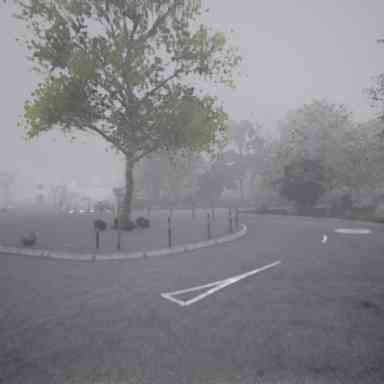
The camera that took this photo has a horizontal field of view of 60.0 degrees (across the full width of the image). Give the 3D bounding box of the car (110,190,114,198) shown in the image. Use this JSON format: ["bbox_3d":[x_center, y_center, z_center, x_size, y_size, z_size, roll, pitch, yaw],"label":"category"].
[{"bbox_3d":[-17.155,0.925,81.940,4.792,1.488,2.163,0,1,-16],"label":"car"}]

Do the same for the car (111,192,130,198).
[{"bbox_3d":[-19.373,0.749,89.965,4.792,1.488,2.163,0,1,-16],"label":"car"}]

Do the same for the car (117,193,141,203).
[{"bbox_3d":[-12.550,1.124,65.936,4.553,1.767,2.185,0,1,-16],"label":"car"}]

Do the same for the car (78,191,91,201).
[{"bbox_3d":[-22.563,1.109,70.574,1.882,1.535,5.008,0,1,-16],"label":"car"}]

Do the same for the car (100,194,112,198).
[{"bbox_3d":[-14.131,1.570,52.797,1.812,1.442,4.674,0,2,-16],"label":"car"}]

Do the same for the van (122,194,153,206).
[{"bbox_3d":[-8.147,1.387,49.879,4.442,1.987,1.878,0,1,-16],"label":"van"}]

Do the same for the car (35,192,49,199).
[{"bbox_3d":[-35.878,0.920,79.062,1.812,1.442,4.674,0,1,-16],"label":"car"}]

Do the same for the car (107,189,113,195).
[{"bbox_3d":[-18.822,0.775,87.236,5.366,1.575,1.946,0,1,-16],"label":"car"}]

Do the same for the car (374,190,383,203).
[{"bbox_3d":[30.110,0.664,52.466,2.150,2.045,5.566,-1,1,34],"label":"car"}]

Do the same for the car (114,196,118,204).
[{"bbox_3d":[-9.730,1.488,55.204,5.366,1.575,1.946,0,1,-16],"label":"car"}]

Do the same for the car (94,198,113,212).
[{"bbox_3d":[-11.429,1.816,42.690,1.895,1.301,4.718,0,0,-24],"label":"car"}]

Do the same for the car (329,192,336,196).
[{"bbox_3d":[31.080,0.404,76.697,2.128,1.511,4.902,0,1,-16],"label":"car"}]

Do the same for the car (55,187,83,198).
[{"bbox_3d":[-32.530,0.451,88.204,5.566,2.045,2.435,0,1,-16],"label":"car"}]
